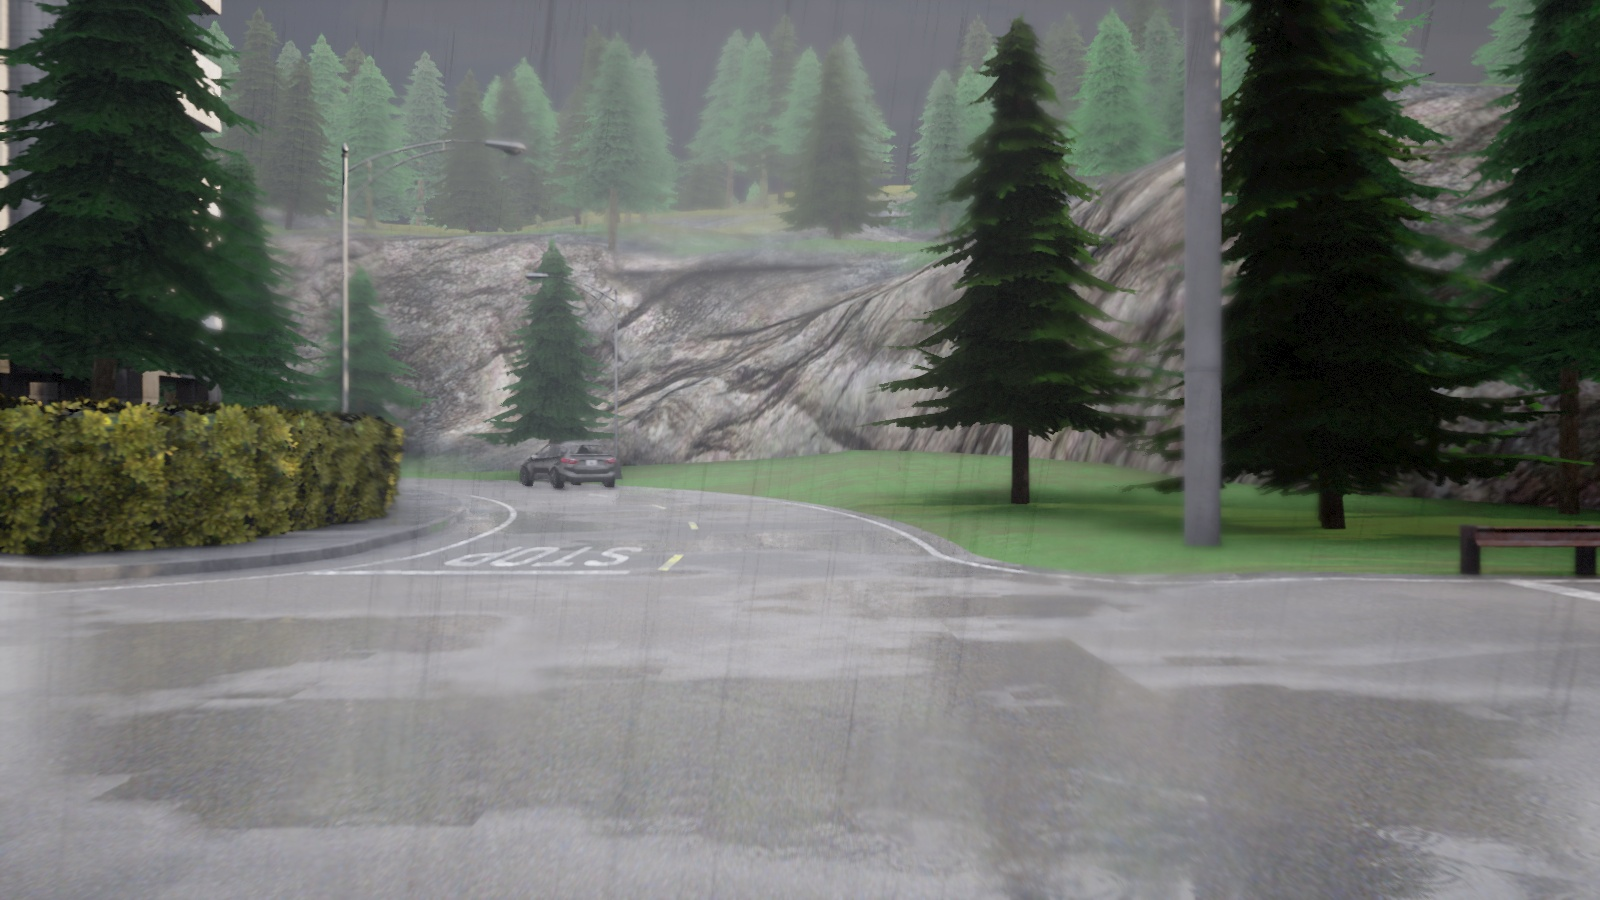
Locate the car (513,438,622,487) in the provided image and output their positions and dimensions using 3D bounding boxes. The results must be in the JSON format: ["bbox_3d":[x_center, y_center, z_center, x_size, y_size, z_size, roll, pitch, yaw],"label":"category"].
[{"bbox_3d":[-8.365,0.412,44.915,2.242,1.667,4.611,0,0,-33],"label":"car"}]
